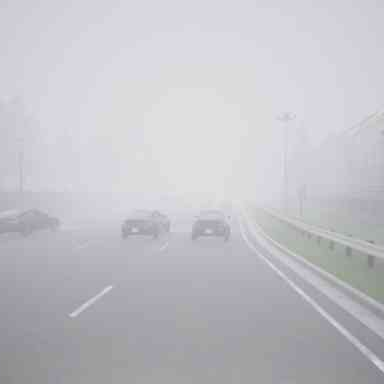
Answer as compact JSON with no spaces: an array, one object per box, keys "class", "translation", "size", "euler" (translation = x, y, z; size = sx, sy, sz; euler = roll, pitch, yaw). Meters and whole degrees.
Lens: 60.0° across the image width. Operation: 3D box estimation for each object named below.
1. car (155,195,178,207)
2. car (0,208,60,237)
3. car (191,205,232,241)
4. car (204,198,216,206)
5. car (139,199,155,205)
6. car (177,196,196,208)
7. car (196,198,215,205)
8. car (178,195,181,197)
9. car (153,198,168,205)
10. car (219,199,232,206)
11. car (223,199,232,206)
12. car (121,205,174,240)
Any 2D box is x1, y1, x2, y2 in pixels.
[{"class":"car","translation":[-4.425,1.667,58.955],"size":[2.150,2.045,5.566],"euler":[0,0,7]},{"class":"car","translation":[-9.361,1.652,18.846],"size":[1.812,1.442,4.674],"euler":[0,0,7]},{"class":"car","translation":[1.057,1.664,17.538],"size":[1.812,1.442,4.674],"euler":[0,0,7]},{"class":"car","translation":[3.811,1.948,68.393],"size":[2.128,1.511,4.902],"euler":[0,0,7]},{"class":"car","translation":[-7.903,1.989,59.358],"size":[2.033,1.411,5.357],"euler":[0,0,7]},{"class":"car","translation":[-0.905,1.979,58.902],"size":[1.812,1.442,4.674],"euler":[0,0,7]},{"class":"car","translation":[2.516,1.945,58.053],"size":[2.128,1.511,4.902],"euler":[0,0,7]},{"class":"car","translation":[-3.130,1.586,69.295],"size":[2.150,2.045,5.566],"euler":[0,0,7]},{"class":"car","translation":[-6.607,1.896,69.698],"size":[2.033,1.411,5.357],"euler":[0,0,7]},{"class":"car","translation":[5.071,1.994,49.488],"size":[1.895,1.301,4.718],"euler":[0,0,7]},{"class":"car","translation":[7.312,2.139,68.179],"size":[1.895,1.301,4.718],"euler":[0,0,7]},{"class":"car","translation":[-2.416,1.660,17.973],"size":[1.812,1.442,4.674],"euler":[0,0,7]}]
